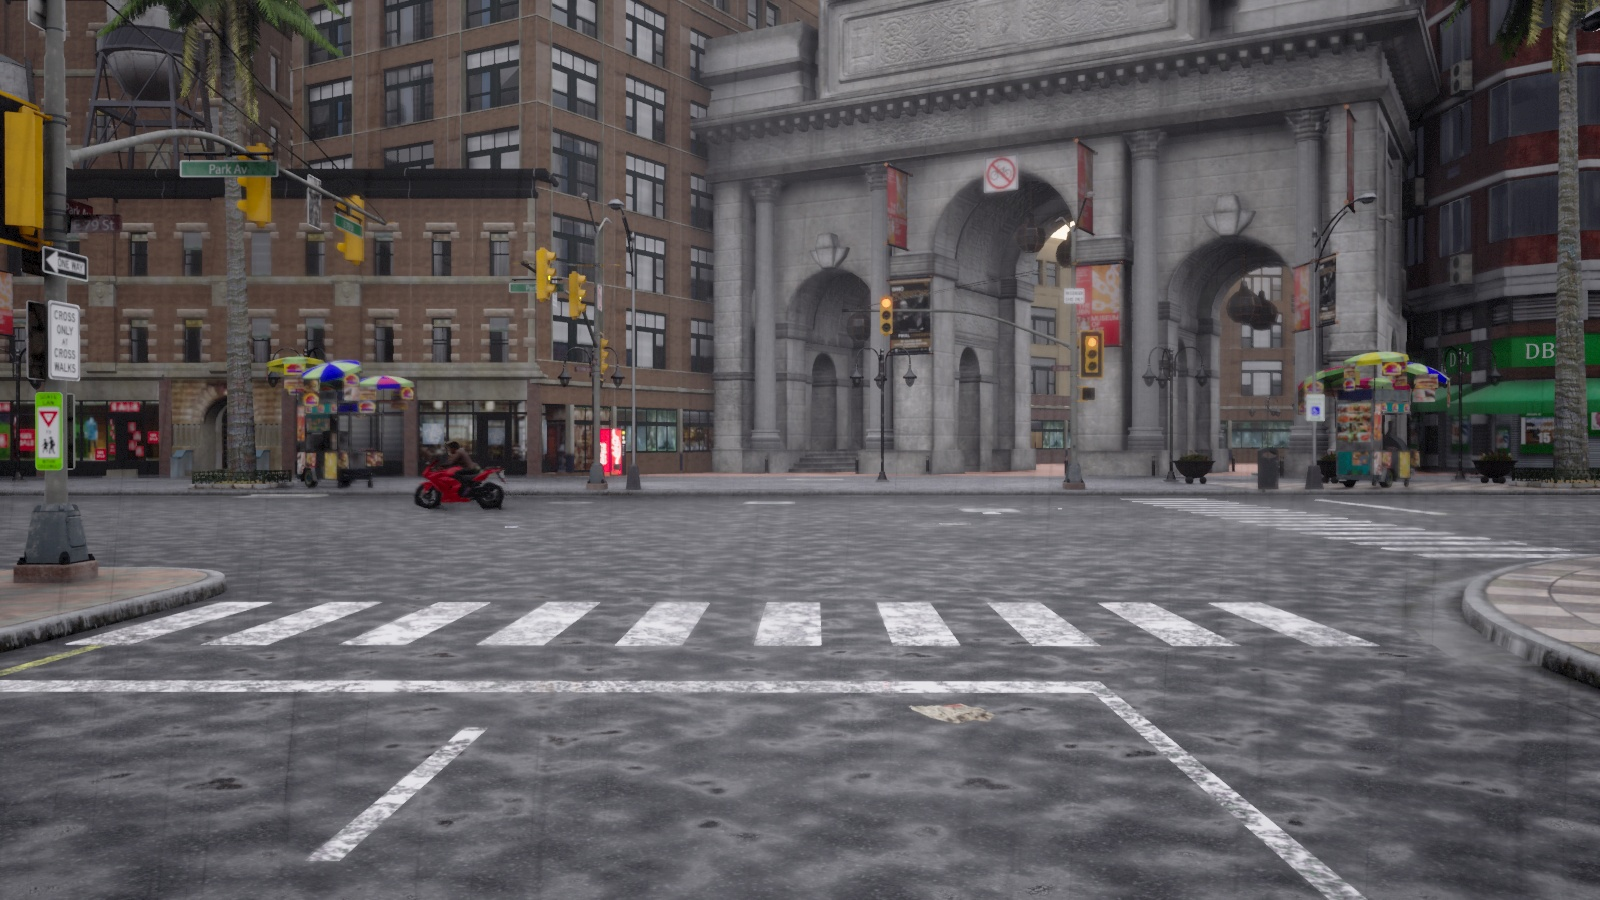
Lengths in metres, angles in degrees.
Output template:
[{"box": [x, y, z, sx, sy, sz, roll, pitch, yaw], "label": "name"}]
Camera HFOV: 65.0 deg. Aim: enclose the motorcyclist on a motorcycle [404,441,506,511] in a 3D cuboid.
[{"box": [-7.650, 0.565, 27.923, 2.044, 1.523, 0.797, 0, 0, 1], "label": "motorcyclist on a motorcycle"}]
